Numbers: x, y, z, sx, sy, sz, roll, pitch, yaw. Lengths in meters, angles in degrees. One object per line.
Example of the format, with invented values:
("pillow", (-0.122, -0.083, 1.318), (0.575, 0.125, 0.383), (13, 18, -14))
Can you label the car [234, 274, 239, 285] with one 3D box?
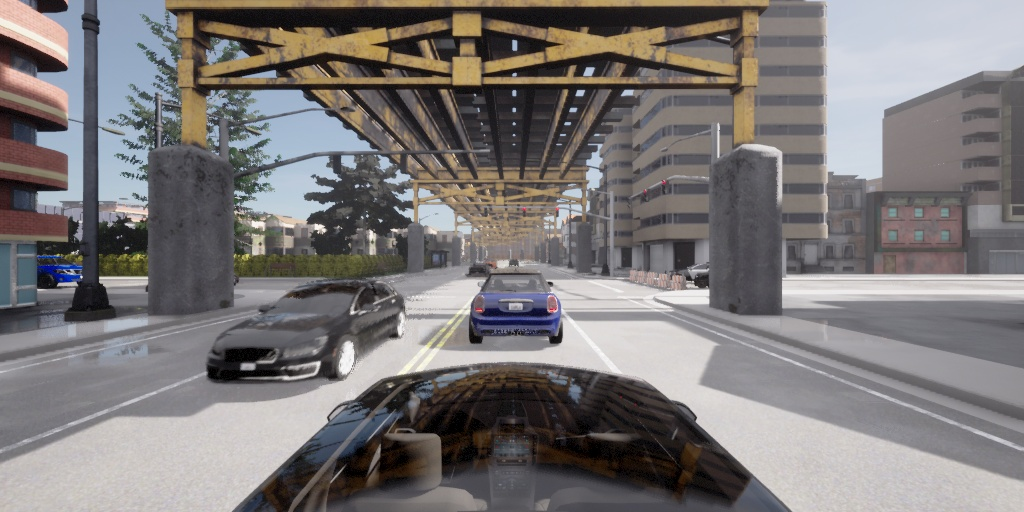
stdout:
("car", (-19.785, 1.276, 22.452), (4.674, 1.442, 1.812), (0, 0, 0))

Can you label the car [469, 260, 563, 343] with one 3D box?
("car", (0.102, 1.102, 9.794), (2.097, 1.767, 4.553), (0, 0, 1))

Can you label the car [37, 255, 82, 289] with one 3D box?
("car", (-29.647, 0.971, 22.512), (5.566, 2.045, 2.150), (0, 0, 0))

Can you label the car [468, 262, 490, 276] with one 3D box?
("car", (-3.488, 1.351, 38.397), (1.895, 1.301, 4.718), (0, 0, 1))

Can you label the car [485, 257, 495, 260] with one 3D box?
("car", (-3.382, 1.102, 54.643), (2.097, 1.767, 4.553), (0, 0, 1))

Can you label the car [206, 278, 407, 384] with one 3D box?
("car", (-3.582, 1.255, 7.304), (1.837, 1.490, 4.892), (0, 0, 0))
